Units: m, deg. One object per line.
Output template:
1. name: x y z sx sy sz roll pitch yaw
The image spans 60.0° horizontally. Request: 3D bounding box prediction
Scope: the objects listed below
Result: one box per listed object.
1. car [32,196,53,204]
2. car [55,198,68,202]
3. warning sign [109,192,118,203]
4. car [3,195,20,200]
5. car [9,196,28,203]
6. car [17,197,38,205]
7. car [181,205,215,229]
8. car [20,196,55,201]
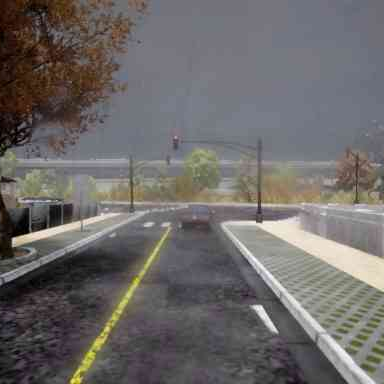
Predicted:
1. car: -30.859 1.630 68.791 4.674 1.442 1.812 -1 2 36
2. car: -21.823 1.720 54.091 4.892 1.490 1.837 0 2 36
3. warning sign: -14.246 0.995 60.260 1.060 1.860 1.300 2 1 36
4. car: -34.855 1.552 63.652 5.566 2.045 2.150 -1 2 36
5. car: -38.984 1.680 74.694 4.718 1.301 1.895 -1 2 36
6. car: -32.660 1.746 66.085 4.674 1.442 1.812 -1 2 36
7. car: 0.448 1.542 21.538 2.033 1.411 5.357 0 0 6
8. car: -24.060 1.820 51.695 4.902 1.511 2.128 0 2 36
